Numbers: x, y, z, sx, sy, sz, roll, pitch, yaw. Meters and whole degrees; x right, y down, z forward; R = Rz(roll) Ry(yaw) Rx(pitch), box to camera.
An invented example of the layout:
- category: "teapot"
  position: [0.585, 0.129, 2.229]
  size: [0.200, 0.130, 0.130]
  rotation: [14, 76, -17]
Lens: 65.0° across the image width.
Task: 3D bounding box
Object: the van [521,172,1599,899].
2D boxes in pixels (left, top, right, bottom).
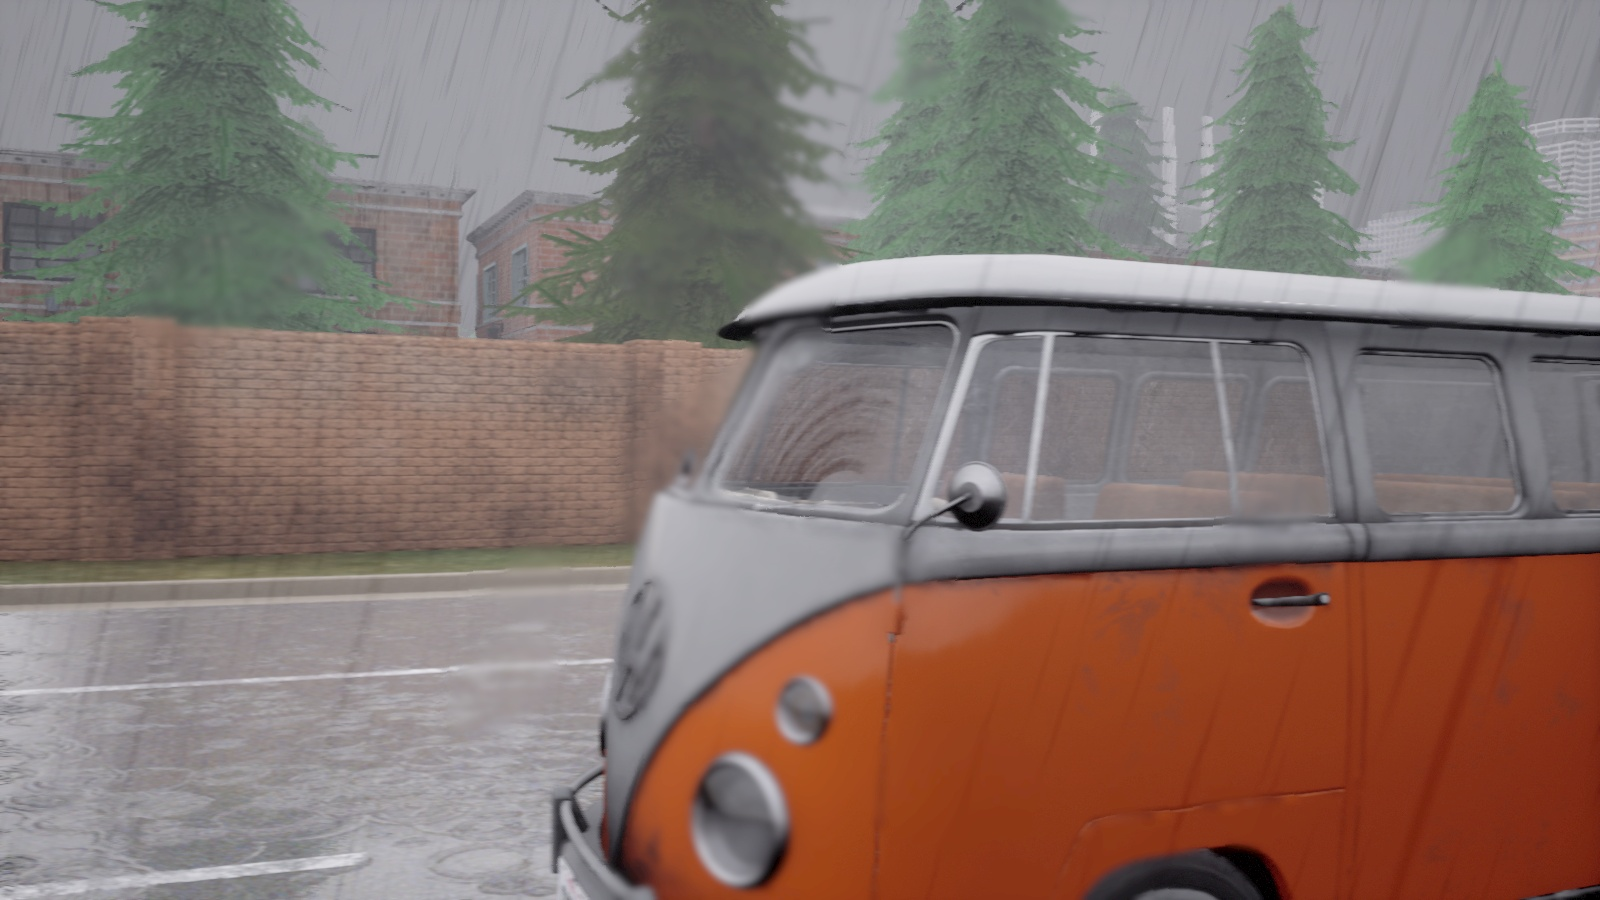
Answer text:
- category: "van"
  position: [1.560, 0.474, 3.826]
  size: [4.442, 1.987, 1.775]
  rotation: [-1, 1, -22]
